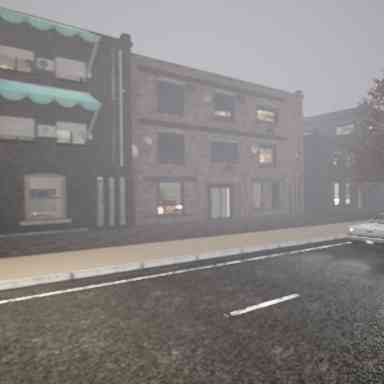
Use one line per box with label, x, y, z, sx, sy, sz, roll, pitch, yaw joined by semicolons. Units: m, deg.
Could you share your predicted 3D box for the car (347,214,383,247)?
car;8.407;1.545;13.669;4.718;1.301;1.895;0;0;-35
